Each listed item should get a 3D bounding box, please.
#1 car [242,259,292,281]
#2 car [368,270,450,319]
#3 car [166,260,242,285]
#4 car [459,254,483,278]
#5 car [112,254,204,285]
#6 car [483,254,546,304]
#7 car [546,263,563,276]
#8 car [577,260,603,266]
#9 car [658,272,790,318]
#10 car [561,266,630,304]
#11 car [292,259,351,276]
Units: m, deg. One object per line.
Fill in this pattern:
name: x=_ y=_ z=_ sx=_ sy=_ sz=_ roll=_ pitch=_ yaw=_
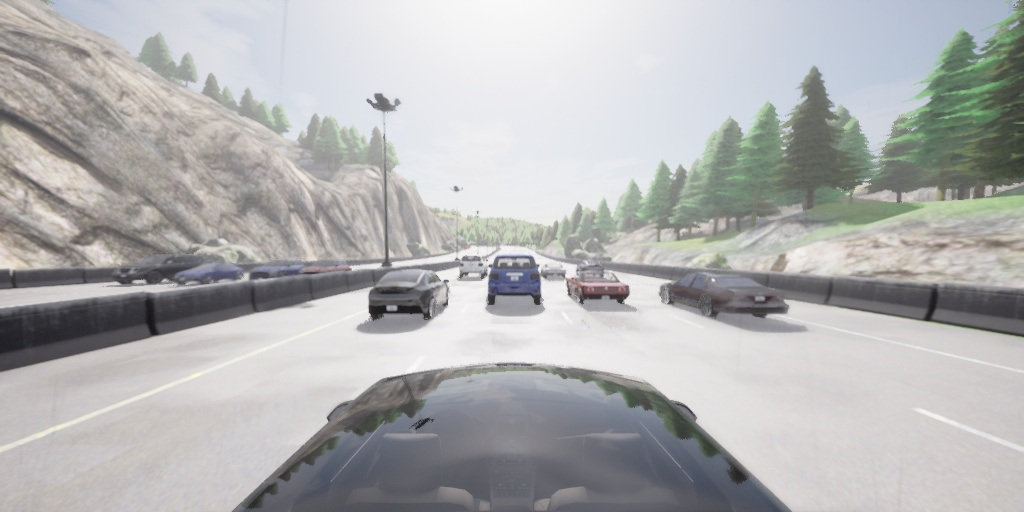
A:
car: x=-17.595 y=1.025 z=27.249 sx=2.097 sy=1.767 sz=4.553 roll=0 pitch=0 yaw=0
car: x=-3.400 y=1.222 z=12.563 sx=1.837 sy=1.490 sz=4.892 roll=0 pitch=0 yaw=0
car: x=-21.097 y=1.205 z=25.285 sx=1.812 sy=1.442 sz=4.674 roll=0 pitch=0 yaw=0
car: x=-3.399 y=0.878 z=32.340 sx=2.150 sy=2.045 sz=5.566 roll=0 pitch=0 yaw=0
car: x=-24.597 y=0.900 z=25.451 sx=2.150 sy=2.045 sz=5.566 roll=0 pitch=0 yaw=0
car: x=0.100 y=0.927 z=16.144 sx=2.150 sy=2.045 sz=5.566 roll=0 pitch=0 yaw=0
car: x=3.602 y=1.258 z=31.952 sx=1.895 sy=1.301 sz=4.718 roll=0 pitch=0 yaw=0
car: x=7.101 y=1.146 z=32.894 sx=2.128 sy=1.511 sz=4.902 roll=0 pitch=0 yaw=0
car: x=7.100 y=1.263 z=12.776 sx=2.033 sy=1.411 sz=5.357 roll=0 pitch=0 yaw=0
car: x=3.600 y=1.307 z=15.977 sx=1.895 sy=1.301 sz=4.718 roll=0 pitch=0 yaw=0
car: x=-14.096 y=1.025 z=27.269 sx=2.097 sy=1.767 sz=4.553 roll=0 pitch=0 yaw=0
